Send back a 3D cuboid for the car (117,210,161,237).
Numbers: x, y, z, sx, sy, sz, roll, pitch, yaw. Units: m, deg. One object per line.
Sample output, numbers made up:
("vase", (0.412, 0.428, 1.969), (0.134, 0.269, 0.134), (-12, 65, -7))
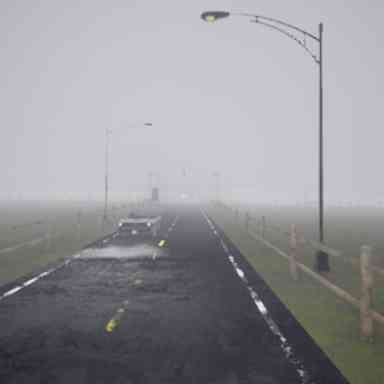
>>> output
("car", (-2.849, 1.700, 18.699), (1.895, 1.301, 4.718), (0, 0, 0))
